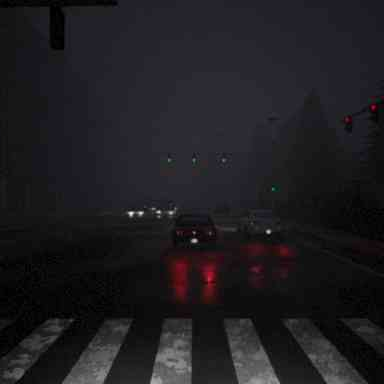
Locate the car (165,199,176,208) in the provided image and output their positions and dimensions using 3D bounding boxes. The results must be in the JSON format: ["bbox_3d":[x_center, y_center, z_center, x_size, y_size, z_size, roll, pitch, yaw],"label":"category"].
[{"bbox_3d":[-3.669,1.900,57.308,1.812,1.442,4.674,0,0,-1],"label":"car"}]

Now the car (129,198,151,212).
[{"bbox_3d":[-7.091,1.854,44.372,1.994,1.385,4.181,0,0,0],"label":"car"}]

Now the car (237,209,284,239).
[{"bbox_3d":[3.594,1.646,17.917,1.812,1.442,4.674,0,-1,0],"label":"car"}]

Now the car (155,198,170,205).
[{"bbox_3d":[-6.445,1.969,71.904,1.837,1.490,4.892,0,0,-22],"label":"car"}]

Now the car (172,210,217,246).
[{"bbox_3d":[0.093,1.713,15.747,1.895,1.301,4.718,0,-1,0],"label":"car"}]

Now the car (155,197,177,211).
[{"bbox_3d":[-3.581,1.656,46.568,2.097,1.767,4.553,0,0,0],"label":"car"}]

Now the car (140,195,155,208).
[{"bbox_3d":[-7.122,1.715,55.344,2.097,1.767,4.553,0,0,0],"label":"car"}]

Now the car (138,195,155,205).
[{"bbox_3d":[-9.656,1.678,70.510,2.150,2.045,5.566,0,0,-22],"label":"car"}]

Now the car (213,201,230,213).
[{"bbox_3d":[3.589,1.792,40.894,1.812,1.442,4.674,0,0,0],"label":"car"}]
